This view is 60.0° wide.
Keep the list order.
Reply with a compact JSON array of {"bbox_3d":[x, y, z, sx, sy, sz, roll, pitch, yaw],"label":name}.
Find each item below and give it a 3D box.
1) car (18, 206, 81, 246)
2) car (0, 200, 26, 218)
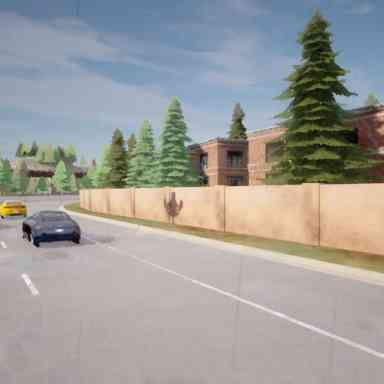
[{"bbox_3d":[-6.605,1.563,15.438,1.994,1.385,4.181,0,0,-34],"label":"car"},{"bbox_3d":[-16.076,1.477,29.945,1.882,1.535,5.008,0,0,-32],"label":"car"}]
